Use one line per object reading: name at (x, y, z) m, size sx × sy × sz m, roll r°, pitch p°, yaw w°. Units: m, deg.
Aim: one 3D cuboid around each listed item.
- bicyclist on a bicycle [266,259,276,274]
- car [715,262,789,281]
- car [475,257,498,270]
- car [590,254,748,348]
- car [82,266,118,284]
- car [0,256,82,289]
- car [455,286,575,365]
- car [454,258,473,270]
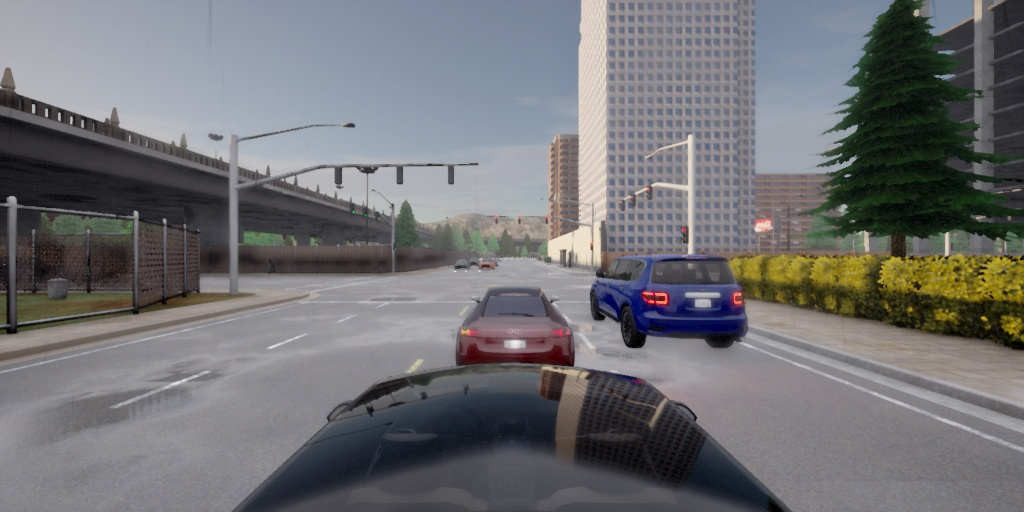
bicyclist on a bicycle at (-25.293, 1.099, 37.661) m, size 0.582 × 1.620 × 1.656 m, roll 0°, pitch 0°, yaw 0°
car at (20.302, 1.291, 30.468) m, size 4.902 × 1.511 × 2.128 m, roll 0°, pitch 0°, yaw 0°
car at (-3.579, 1.092, 50.984) m, size 2.097 × 1.767 × 4.553 m, roll 0°, pitch 0°, yaw 0°
car at (3.570, 0.970, 9.331) m, size 2.150 × 2.045 × 5.566 m, roll 0°, pitch 0°, yaw 1°
car at (-32.471, 1.401, 26.665) m, size 4.718 × 1.301 × 1.895 m, roll 0°, pitch 0°, yaw 0°
car at (-32.023, 1.022, 23.165) m, size 5.566 × 2.045 × 2.150 m, roll 0°, pitch 0°, yaw 0°
car at (0.064, 1.313, 7.465) m, size 1.994 × 1.385 × 4.181 m, roll 0°, pitch 0°, yaw 0°
car at (-7.080, 1.244, 51.157) m, size 1.837 × 1.490 × 4.892 m, roll 0°, pitch 0°, yaw 0°
